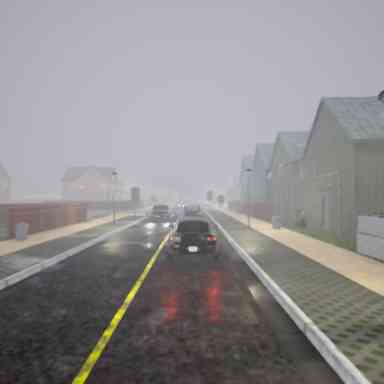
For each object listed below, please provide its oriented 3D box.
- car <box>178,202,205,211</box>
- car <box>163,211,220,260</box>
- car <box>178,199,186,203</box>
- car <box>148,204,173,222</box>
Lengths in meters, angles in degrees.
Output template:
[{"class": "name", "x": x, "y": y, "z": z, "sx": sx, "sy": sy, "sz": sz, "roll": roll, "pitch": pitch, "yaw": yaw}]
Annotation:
[{"class": "car", "x": 0.047, "y": 1.831, "z": 26.862, "sx": 2.128, "sy": 1.511, "sz": 4.902, "roll": 0, "pitch": -1, "yaw": 1}, {"class": "car", "x": 0.055, "y": 1.691, "z": 12.999, "sx": 1.812, "sy": 1.442, "sz": 4.674, "roll": 0, "pitch": -1, "yaw": 1}, {"class": "car", "x": -2.736, "y": 2.590, "z": 89.173, "sx": 2.128, "sy": 1.511, "sz": 4.902, "roll": 0, "pitch": -1, "yaw": 0}, {"class": "car", "x": -2.792, "y": 1.887, "z": 30.094, "sx": 1.837, "sy": 1.490, "sz": 4.892, "roll": 0, "pitch": -1, "yaw": 1}]
